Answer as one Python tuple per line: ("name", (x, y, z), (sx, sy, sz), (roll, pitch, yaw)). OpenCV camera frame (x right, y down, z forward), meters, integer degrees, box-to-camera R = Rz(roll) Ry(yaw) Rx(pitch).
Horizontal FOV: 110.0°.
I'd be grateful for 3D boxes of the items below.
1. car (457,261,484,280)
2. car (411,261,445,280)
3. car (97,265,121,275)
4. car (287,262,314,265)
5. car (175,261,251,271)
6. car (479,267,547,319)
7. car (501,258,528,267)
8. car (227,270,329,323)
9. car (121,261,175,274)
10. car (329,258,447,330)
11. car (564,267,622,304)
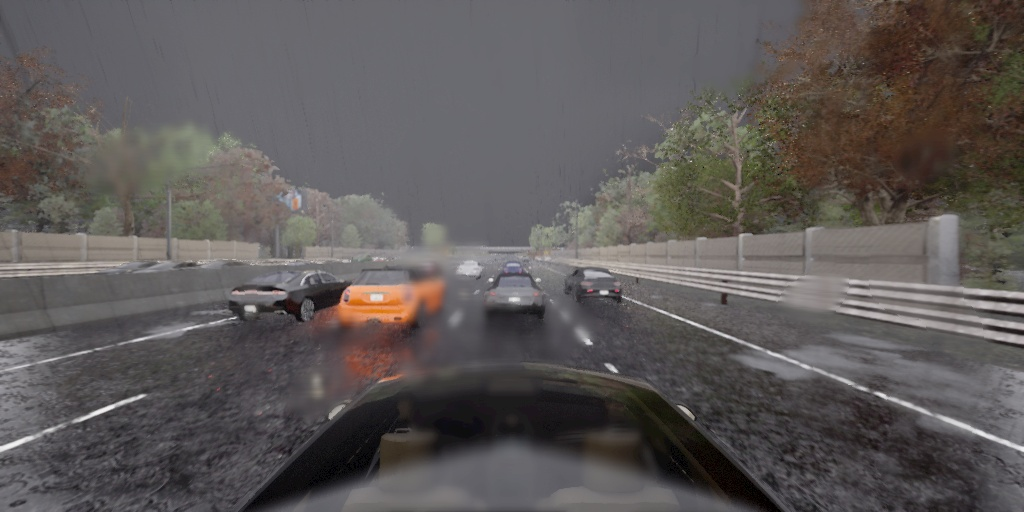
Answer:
("car", (-3.410, 1.151, 29.933), (1.812, 1.442, 4.674), (0, 0, 0))
("car", (-6.895, 1.152, 29.904), (1.812, 1.442, 4.674), (0, 0, 0))
("car", (-28.092, 1.144, 27.076), (1.837, 1.490, 4.892), (0, 0, 0))
("car", (-17.595, 1.175, 29.559), (2.033, 1.411, 5.357), (0, 0, 0))
("car", (-21.093, 1.149, 26.011), (1.837, 1.490, 4.892), (0, 0, 0))
("car", (0.102, 1.265, 12.641), (1.994, 1.385, 4.181), (0, 0, 0))
("car", (0.104, 1.151, 29.899), (1.812, 1.442, 4.674), (0, 0, 0))
("car", (-6.898, 1.196, 11.916), (2.128, 1.511, 4.902), (0, 0, 0))
("car", (-24.593, 1.149, 26.008), (1.837, 1.490, 4.892), (0, 0, 0))
("car", (-3.399, 1.060, 11.134), (2.097, 1.767, 4.553), (0, 0, 0))
("car", (3.502, 1.210, 15.934), (1.812, 1.442, 4.674), (0, 0, 0))
